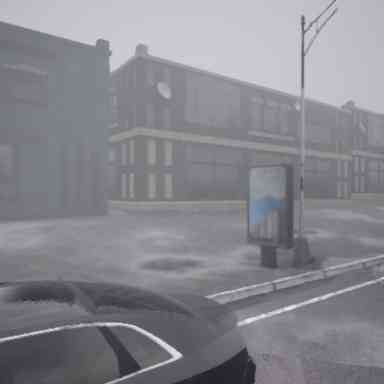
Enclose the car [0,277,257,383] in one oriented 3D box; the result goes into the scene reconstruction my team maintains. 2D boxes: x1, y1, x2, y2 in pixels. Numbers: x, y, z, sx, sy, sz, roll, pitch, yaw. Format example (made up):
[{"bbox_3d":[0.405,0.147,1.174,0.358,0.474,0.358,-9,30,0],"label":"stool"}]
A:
[{"bbox_3d":[-1.712,1.505,2.157,4.892,1.490,1.837,0,0,-35],"label":"car"}]
